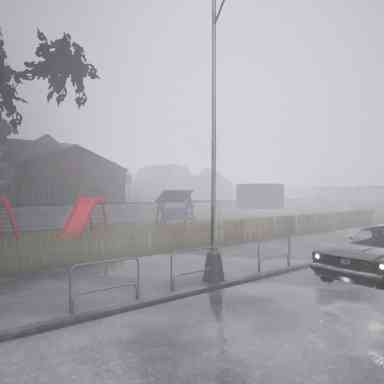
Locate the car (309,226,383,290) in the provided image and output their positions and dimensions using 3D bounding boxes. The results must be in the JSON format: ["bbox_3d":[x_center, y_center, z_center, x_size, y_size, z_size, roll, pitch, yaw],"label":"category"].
[{"bbox_3d":[5.101,1.597,8.619,4.718,1.301,1.895,0,0,-38],"label":"car"}]
